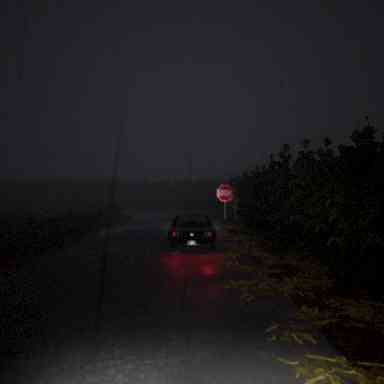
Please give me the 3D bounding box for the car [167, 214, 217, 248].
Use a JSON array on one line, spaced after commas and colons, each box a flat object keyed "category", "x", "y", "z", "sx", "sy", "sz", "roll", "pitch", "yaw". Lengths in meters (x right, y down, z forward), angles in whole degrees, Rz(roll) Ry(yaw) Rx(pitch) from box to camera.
[{"category": "car", "x": 0.000, "y": 1.615, "z": 14.680, "sx": 1.895, "sy": 1.301, "sz": 4.718, "roll": 0, "pitch": 0, "yaw": 0}]
